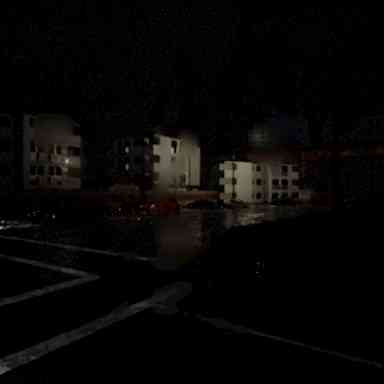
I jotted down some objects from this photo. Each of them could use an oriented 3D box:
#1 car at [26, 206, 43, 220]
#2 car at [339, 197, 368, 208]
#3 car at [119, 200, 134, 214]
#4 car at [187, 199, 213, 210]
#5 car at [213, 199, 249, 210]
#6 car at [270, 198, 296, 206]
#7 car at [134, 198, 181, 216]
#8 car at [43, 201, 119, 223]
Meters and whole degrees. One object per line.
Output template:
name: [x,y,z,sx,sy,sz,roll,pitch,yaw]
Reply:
car: [-11.449,1.539,28.211,1.837,1.490,4.892,0,0,37]
car: [21.630,1.518,45.273,4.892,1.490,1.837,0,0,-18]
car: [-5.811,1.526,35.622,2.128,1.511,4.902,0,0,38]
car: [1.281,1.598,44.391,1.994,1.385,4.181,0,0,42]
car: [5.393,1.630,43.929,4.718,1.301,1.895,0,0,-44]
car: [14.894,1.592,54.244,4.181,1.385,1.994,0,0,-22]
car: [-3.158,1.382,33.326,2.097,1.767,4.553,0,0,38]
car: [-8.596,1.521,26.187,2.128,1.511,4.902,0,0,37]
